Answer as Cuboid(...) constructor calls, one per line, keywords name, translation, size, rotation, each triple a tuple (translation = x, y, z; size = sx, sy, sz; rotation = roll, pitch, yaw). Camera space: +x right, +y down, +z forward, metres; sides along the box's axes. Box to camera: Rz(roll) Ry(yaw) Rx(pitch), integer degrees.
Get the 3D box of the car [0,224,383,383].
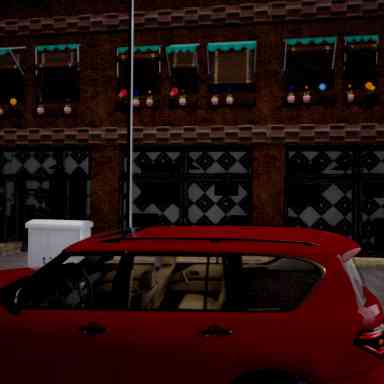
Cuboid(name="car", translation=(-0.582, 1.316, 3.689), size=(5.009, 1.841, 2.192), rotation=(0, 1, 8))
